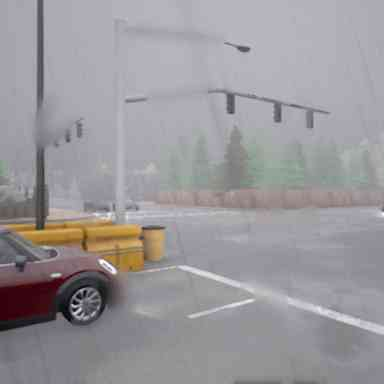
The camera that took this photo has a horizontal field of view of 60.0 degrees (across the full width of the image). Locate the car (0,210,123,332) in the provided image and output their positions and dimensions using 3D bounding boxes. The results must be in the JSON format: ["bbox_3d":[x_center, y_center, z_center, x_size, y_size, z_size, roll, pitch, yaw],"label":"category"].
[{"bbox_3d":[-3.501,1.352,5.573,4.553,1.767,2.097,0,0,-35],"label":"car"}]

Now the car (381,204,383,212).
[{"bbox_3d":[23.275,1.567,37.660,4.181,1.385,1.994,0,0,-35],"label":"car"}]

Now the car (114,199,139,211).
[{"bbox_3d":[-8.036,1.526,40.012,1.812,1.442,4.674,0,0,-36],"label":"car"}]

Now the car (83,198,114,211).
[{"bbox_3d":[-11.035,1.505,38.186,1.837,1.490,4.892,0,0,-36],"label":"car"}]
